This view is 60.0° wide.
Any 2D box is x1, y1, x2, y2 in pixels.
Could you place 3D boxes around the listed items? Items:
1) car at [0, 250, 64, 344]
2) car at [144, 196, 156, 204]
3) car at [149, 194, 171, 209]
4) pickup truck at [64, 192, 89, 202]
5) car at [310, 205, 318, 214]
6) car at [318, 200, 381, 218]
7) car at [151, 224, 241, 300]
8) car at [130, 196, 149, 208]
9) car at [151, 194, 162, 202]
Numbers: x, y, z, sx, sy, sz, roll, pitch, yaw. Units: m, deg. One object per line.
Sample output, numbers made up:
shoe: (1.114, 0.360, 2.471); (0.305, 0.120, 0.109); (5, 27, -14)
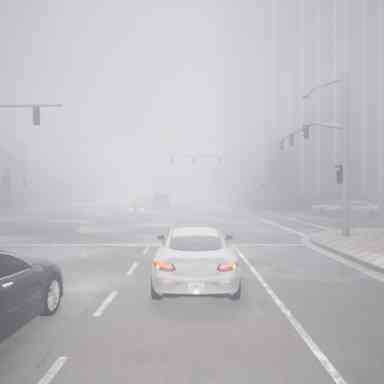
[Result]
car: (-3.434, 1.504, 4.603); (1.837, 1.490, 4.892); (0, 0, 1)
car: (-7.966, 1.499, 63.559); (1.837, 1.490, 4.892); (0, 0, 0)
car: (-4.055, 1.217, 44.585); (2.150, 2.045, 5.566); (0, 0, -1)
pickup truck: (-24.637, 1.051, 70.312); (2.390, 2.098, 6.274); (0, 0, 30)
car: (13.931, 1.522, 32.536); (4.674, 1.442, 1.812); (0, 0, 0)
car: (13.927, 1.523, 29.037); (4.674, 1.442, 1.812); (0, 0, 0)
car: (0.080, 1.525, 8.252); (1.812, 1.442, 4.674); (0, 0, 0)
car: (-7.796, 1.472, 48.717); (1.882, 1.535, 5.008); (0, 0, -1)
car: (-8.093, 1.343, 76.094); (2.097, 1.767, 4.553); (0, 0, -1)
